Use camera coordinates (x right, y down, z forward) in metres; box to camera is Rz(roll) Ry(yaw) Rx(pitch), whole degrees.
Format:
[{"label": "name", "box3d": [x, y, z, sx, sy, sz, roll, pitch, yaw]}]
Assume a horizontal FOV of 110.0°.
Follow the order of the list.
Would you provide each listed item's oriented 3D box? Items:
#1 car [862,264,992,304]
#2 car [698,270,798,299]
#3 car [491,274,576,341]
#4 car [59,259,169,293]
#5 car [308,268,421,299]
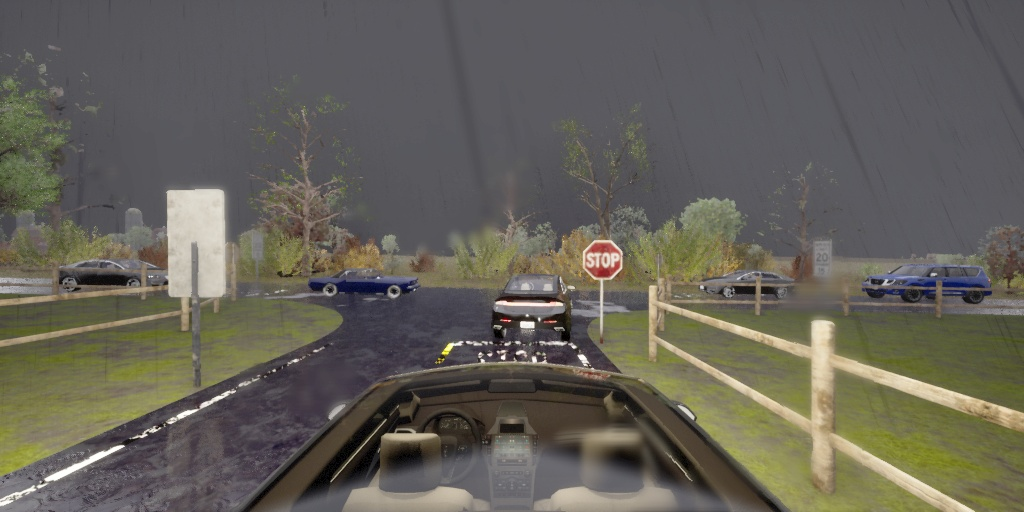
[{"label": "car", "box3d": [22.904, 1.466, 19.899, 5.566, 2.045, 2.150, 1, 1, 0]}, {"label": "car", "box3d": [13.008, 1.525, 19.912, 4.902, 1.511, 2.128, 1, 1, 0]}, {"label": "car", "box3d": [0.709, 1.240, 9.956, 2.128, 1.511, 4.902, 0, 0, 9]}, {"label": "car", "box3d": [-18.486, 0.885, 17.008, 4.902, 1.511, 2.128, 1, 1, 0]}, {"label": "car", "box3d": [-6.818, 1.248, 16.989, 4.718, 1.301, 1.895, 1, 1, 0]}]
